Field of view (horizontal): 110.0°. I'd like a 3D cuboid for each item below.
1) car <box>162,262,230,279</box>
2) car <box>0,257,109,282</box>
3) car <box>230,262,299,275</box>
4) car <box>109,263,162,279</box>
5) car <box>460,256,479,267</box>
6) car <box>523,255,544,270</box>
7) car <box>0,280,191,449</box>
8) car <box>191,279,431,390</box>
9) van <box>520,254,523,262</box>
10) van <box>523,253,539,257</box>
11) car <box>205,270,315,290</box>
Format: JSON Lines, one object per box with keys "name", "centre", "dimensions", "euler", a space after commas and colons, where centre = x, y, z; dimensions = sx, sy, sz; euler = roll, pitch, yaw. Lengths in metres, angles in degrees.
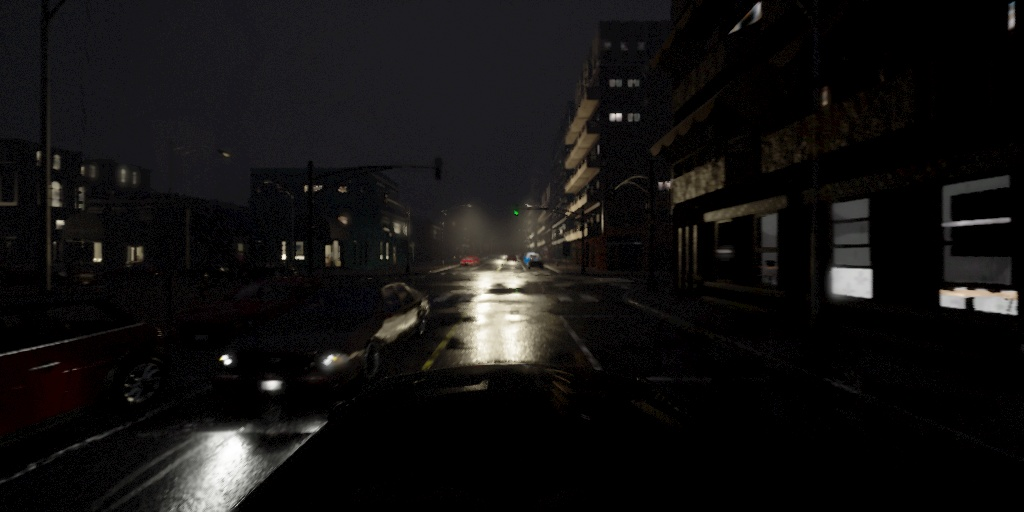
{"name": "car", "centre": [-25.208, 1.157, 29.153], "dimensions": [4.313, 1.339, 1.948], "euler": [0, 0, 1]}
{"name": "car", "centre": [-26.382, 1.015, 20.529], "dimensions": [4.097, 1.591, 1.967], "euler": [0, 0, 1]}
{"name": "car", "centre": [-19.726, 1.117, 29.079], "dimensions": [4.403, 1.370, 2.007], "euler": [0, 0, 1]}
{"name": "car", "centre": [-30.687, 1.198, 29.225], "dimensions": [4.207, 1.307, 1.802], "euler": [0, 0, 1]}
{"name": "car", "centre": [-5.709, 0.771, 46.840], "dimensions": [1.802, 1.307, 4.207], "euler": [0, 0, 0]}
{"name": "car", "centre": [2.674, 0.811, 41.300], "dimensions": [2.007, 1.370, 4.403], "euler": [0, 0, 0]}
{"name": "car", "centre": [-5.657, 1.173, 3.133], "dimensions": [1.967, 1.591, 4.097], "euler": [0, 0, 0]}
{"name": "car", "centre": [-3.047, 1.232, 7.230], "dimensions": [2.033, 1.411, 5.357], "euler": [0, 1, 1]}
{"name": "van", "centre": [2.667, 0.385, 58.041], "dimensions": [1.690, 1.789, 3.998], "euler": [0, 0, 0]}
{"name": "van", "centre": [2.671, 0.530, 46.879], "dimensions": [1.690, 1.789, 3.998], "euler": [0, 0, 0]}
{"name": "car", "centre": [-5.660, 1.211, 8.778], "dimensions": [1.888, 1.381, 4.507], "euler": [0, 0, 0]}
